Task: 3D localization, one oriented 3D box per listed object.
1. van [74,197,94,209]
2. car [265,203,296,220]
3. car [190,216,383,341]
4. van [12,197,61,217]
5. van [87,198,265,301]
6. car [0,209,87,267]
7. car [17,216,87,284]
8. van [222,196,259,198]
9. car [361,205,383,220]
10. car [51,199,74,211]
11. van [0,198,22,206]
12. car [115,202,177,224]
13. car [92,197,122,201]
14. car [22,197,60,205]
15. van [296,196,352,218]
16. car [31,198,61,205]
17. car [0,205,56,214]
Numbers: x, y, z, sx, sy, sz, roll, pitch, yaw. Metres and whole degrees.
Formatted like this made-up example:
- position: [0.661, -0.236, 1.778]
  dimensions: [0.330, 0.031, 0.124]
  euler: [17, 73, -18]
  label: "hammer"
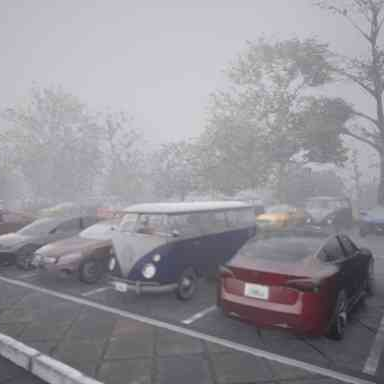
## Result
- position: [-7.959, 1.432, 30.177]
  dimensions: [1.878, 1.987, 4.442]
  euler: [-1, 0, 36]
  label: "van"
- position: [5.384, 1.487, 20.258]
  dimensions: [1.946, 1.575, 5.366]
  euler: [-1, 0, 36]
  label: "car"
- position: [2.279, 1.466, 6.659]
  dimensions: [2.163, 1.488, 4.792]
  euler: [0, 0, 36]
  label: "car"
- position: [-17.066, 1.571, 36.695]
  dimensions: [1.878, 1.987, 4.442]
  euler: [-1, -1, 36]
  label: "van"
- position: [-0.071, 1.239, 8.161]
  dimensions: [1.878, 1.987, 4.442]
  euler: [-1, 0, 36]
  label: "van"
- position: [-4.534, 1.550, 11.462]
  dimensions: [2.163, 1.488, 4.792]
  euler: [-1, 0, 36]
  label: "car"
- position: [-2.256, 1.533, 9.872]
  dimensions: [2.002, 1.452, 4.674]
  euler: [-1, 0, 36]
  label: "car"
- position: [3.304, 1.292, 22.117]
  dimensions: [1.878, 1.987, 4.442]
  euler: [-1, 0, 36]
  label: "van"
- position: [9.998, 1.433, 17.189]
  dimensions: [2.097, 1.535, 5.008]
  euler: [-1, 0, 36]
  label: "car"
- position: [-10.282, 1.687, 31.688]
  dimensions: [2.231, 1.521, 4.892]
  euler: [-1, 0, 36]
  label: "car"
- position: [-11.223, 1.379, 16.429]
  dimensions: [1.878, 1.987, 4.442]
  euler: [-1, 0, 36]
  label: "van"
- position: [-3.625, 1.603, 26.926]
  dimensions: [2.097, 1.535, 5.008]
  euler: [-1, 0, 36]
  label: "car"
- position: [-5.793, 1.505, 28.445]
  dimensions: [2.185, 1.767, 4.553]
  euler: [-1, 0, 36]
  label: "car"
- position: [-14.767, 1.499, 34.939]
  dimensions: [2.435, 2.045, 5.566]
  euler: [-1, -1, 36]
  label: "car"
- position: [7.673, 1.236, 18.703]
  dimensions: [1.878, 1.987, 4.442]
  euler: [-1, 0, 36]
  label: "van"
- position: [-12.637, 1.713, 33.153]
  dimensions: [1.946, 1.575, 5.366]
  euler: [-1, 0, 36]
  label: "car"
- position: [-9.028, 1.577, 14.721]
  dimensions: [2.097, 1.535, 5.008]
  euler: [-1, 0, 36]
  label: "car"
